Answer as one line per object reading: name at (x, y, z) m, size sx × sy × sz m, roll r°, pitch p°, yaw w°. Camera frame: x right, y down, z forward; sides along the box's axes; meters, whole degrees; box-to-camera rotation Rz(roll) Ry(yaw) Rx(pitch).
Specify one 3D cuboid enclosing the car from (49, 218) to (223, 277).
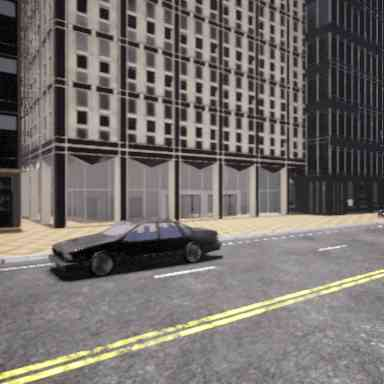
car at (-1.536, 1.565, 10.521) m, size 5.357 × 1.411 × 2.033 m, roll 0°, pitch 0°, yaw -35°
